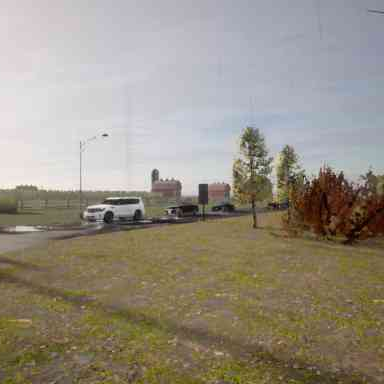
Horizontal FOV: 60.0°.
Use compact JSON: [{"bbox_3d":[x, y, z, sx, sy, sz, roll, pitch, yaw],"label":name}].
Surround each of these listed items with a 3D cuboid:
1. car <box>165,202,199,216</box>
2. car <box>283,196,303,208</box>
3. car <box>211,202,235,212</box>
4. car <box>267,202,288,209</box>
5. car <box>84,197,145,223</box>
[{"bbox_3d":[-1.057,1.817,36.690,2.128,1.511,4.902,-1,-1,32],"label":"car"},{"bbox_3d":[18.765,1.783,61.649,2.150,2.045,5.566,-1,-1,32],"label":"car"},{"bbox_3d":[4.283,1.986,45.205,1.994,1.385,4.181,-1,-1,32],"label":"car"},{"bbox_3d":[13.531,1.965,53.126,1.837,1.490,4.892,-1,-1,32],"label":"car"},{"bbox_3d":[-6.390,1.452,28.174,2.150,2.045,5.566,-1,-1,34],"label":"car"}]
